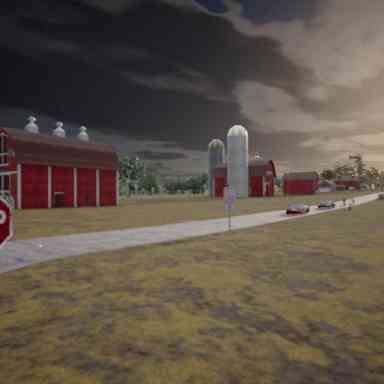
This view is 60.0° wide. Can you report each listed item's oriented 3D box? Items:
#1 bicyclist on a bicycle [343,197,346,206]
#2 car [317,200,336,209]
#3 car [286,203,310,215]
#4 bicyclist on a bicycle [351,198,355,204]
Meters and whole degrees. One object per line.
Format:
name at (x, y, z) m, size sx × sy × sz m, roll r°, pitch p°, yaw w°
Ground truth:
bicyclist on a bicycle at (28.252, 1.816, 61.672) m, size 0.582 × 1.620 × 1.656 m, roll -1°, pitch 0°, yaw 35°
car at (21.655, 1.975, 53.473) m, size 2.033 × 1.411 × 5.357 m, roll -1°, pitch 0°, yaw 35°
car at (13.350, 2.046, 41.702) m, size 1.994 × 1.385 × 4.181 m, roll -1°, pitch 0°, yaw 35°
bicyclist on a bicycle at (33.436, 1.704, 69.021) m, size 0.866 × 1.612 × 1.509 m, roll -1°, pitch 0°, yaw 35°
